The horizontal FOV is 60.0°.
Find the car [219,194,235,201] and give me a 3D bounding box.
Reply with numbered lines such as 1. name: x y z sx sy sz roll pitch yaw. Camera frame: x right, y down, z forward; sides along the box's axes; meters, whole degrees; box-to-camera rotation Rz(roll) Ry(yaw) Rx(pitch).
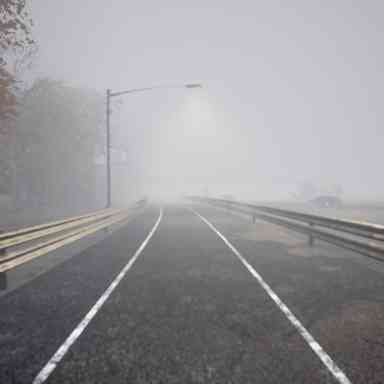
1. car: 7.455 1.315 71.655 1.837 1.490 4.892 -1 0 -23

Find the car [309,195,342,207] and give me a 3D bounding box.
1. car: 18.257 1.229 45.804 1.837 1.490 4.892 -1 0 -23
